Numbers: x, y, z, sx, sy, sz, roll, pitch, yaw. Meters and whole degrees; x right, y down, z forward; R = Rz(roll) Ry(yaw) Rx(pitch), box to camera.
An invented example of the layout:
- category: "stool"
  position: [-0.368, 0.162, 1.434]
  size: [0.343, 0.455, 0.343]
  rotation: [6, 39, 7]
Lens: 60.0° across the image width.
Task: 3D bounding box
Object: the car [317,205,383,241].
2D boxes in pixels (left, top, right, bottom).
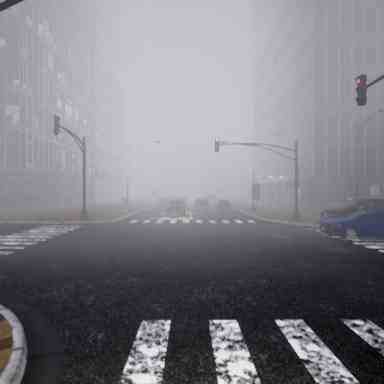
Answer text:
- category: "car"
  position: [9.228, 1.655, 17.142]
  size: [5.008, 1.535, 1.882]
  rotation: [1, 0, -3]

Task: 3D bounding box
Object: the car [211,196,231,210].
- category: "car"
  position: [3.809, 1.561, 41.841]
  size: [1.947, 1.339, 4.313]
  rotation: [0, 0, 0]

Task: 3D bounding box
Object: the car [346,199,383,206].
- category: "car"
  position: [10.807, 1.432, 20.681]
  size: [5.566, 2.045, 2.150]
  rotation: [1, 0, 1]

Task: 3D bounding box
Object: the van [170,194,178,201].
- category: "van"
  position: [-4.395, 1.286, 80.476]
  size: [1.690, 1.788, 3.998]
  rotation: [0, 0, 0]

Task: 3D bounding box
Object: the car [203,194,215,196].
- category: "car"
  position: [3.603, 1.285, 63.949]
  size: [2.192, 1.841, 5.009]
  rotation: [0, 0, 0]

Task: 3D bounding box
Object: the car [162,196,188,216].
- category: "car"
  position: [-1.593, 1.480, 33.326]
  size: [1.882, 1.535, 5.008]
  rotation: [0, 0, 0]

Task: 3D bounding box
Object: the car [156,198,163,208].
- category: "car"
  position: [-4.160, 1.572, 47.311]
  size: [1.802, 1.307, 4.206]
  rotation: [0, 0, 0]

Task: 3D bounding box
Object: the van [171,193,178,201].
- category: "van"
  position: [-4.434, 1.277, 86.003]
  size: [1.690, 1.788, 3.998]
  rotation: [0, 0, 0]

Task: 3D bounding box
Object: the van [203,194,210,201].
- category: "van"
  position: [3.485, 1.286, 80.532]
  size: [1.690, 1.788, 3.998]
  rotation: [0, 0, 0]

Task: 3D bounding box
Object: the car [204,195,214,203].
- category: "car"
  position: [3.564, 1.402, 69.477]
  size: [1.967, 1.590, 4.097]
  rotation: [0, 0, 0]

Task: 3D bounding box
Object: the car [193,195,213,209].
- category: "car"
  position: [1.270, 1.483, 44.965]
  size: [2.128, 1.511, 4.902]
  rotation: [0, 0, 0]
